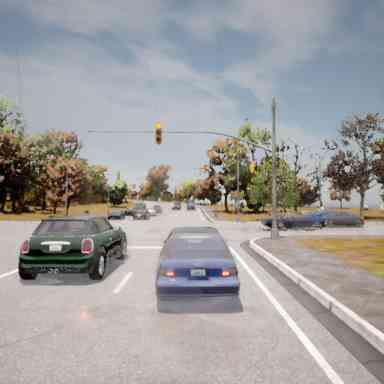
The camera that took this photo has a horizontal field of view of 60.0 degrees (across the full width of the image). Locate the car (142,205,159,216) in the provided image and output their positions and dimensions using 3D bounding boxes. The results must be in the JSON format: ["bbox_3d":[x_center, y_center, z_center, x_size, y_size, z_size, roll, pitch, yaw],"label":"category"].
[{"bbox_3d":[-7.237,3.421,57.690,1.812,1.442,4.674,0,-1,0],"label":"car"}]

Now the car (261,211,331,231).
[{"bbox_3d":[7.858,2.307,25.830,4.718,1.301,1.895,0,-3,-1],"label":"car"}]

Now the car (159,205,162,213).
[{"bbox_3d":[-7.198,3.475,67.980,1.837,1.490,4.892,0,0,0],"label":"car"}]

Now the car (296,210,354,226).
[{"bbox_3d":[13.158,2.519,33.140,5.008,1.535,1.882,0,-3,-1],"label":"car"}]

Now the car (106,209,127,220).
[{"bbox_3d":[-10.761,3.199,47.601,2.033,1.411,5.357,0,-2,-3],"label":"car"}]

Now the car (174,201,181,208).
[{"bbox_3d":[-3.832,3.232,87.867,1.837,1.490,4.892,0,0,-4],"label":"car"}]

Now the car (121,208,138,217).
[{"bbox_3d":[-10.739,3.493,57.478,1.895,1.301,4.718,0,-1,0],"label":"car"}]

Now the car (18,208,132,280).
[{"bbox_3d":[-3.444,1.484,10.515,2.097,1.767,4.553,0,-1,0],"label":"car"}]

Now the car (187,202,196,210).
[{"bbox_3d":[-0.211,3.452,77.779,1.812,1.442,4.674,0,0,0],"label":"car"}]

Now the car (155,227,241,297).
[{"bbox_3d":[0.068,1.644,8.901,2.033,1.411,5.357,0,-1,-1],"label":"car"}]

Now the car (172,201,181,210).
[{"bbox_3d":[-3.712,3.524,77.835,1.895,1.301,4.718,0,0,0],"label":"car"}]

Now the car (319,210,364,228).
[{"bbox_3d":[12.994,2.445,29.646,4.181,1.385,1.994,0,-3,-2],"label":"car"}]

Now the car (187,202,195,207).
[{"bbox_3d":[-0.334,3.288,87.962,1.994,1.385,4.181,0,0,-4],"label":"car"}]

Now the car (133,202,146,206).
[{"bbox_3d":[-10.687,3.191,68.236,2.150,2.045,5.566,0,0,0],"label":"car"}]

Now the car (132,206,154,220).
[{"bbox_3d":[-7.220,3.149,47.798,2.128,1.511,4.902,0,-2,1],"label":"car"}]
